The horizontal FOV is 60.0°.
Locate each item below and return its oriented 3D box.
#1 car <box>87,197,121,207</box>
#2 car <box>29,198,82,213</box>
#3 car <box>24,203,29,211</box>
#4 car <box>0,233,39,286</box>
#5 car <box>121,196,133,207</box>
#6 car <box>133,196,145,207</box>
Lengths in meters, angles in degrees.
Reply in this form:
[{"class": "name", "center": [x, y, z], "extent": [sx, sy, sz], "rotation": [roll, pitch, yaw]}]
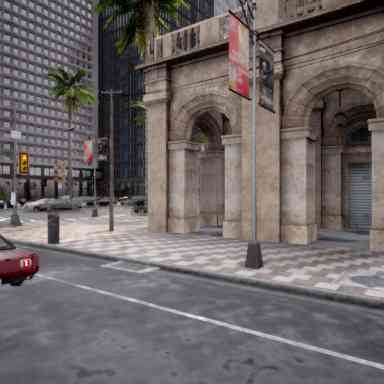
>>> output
[{"class": "car", "center": [-13.928, 1.513, 51.276], "extent": [2.161, 1.482, 4.786], "rotation": [0, 0, 35]}, {"class": "car", "center": [-15.276, 1.547, 38.131], "extent": [2.033, 1.411, 5.357], "rotation": [0, 0, 36]}, {"class": "car", "center": [-17.908, 1.526, 40.449], "extent": [1.812, 1.442, 4.674], "rotation": [0, 0, 36]}, {"class": "car", "center": [-5.828, 1.601, 8.200], "extent": [4.718, 1.301, 1.895], "rotation": [0, 0, 37]}, {"class": "car", "center": [-9.201, 1.352, 52.541], "extent": [2.097, 1.767, 4.553], "rotation": [0, 0, 36]}, {"class": "car", "center": [-6.281, 1.600, 50.608], "extent": [1.895, 1.301, 4.718], "rotation": [0, 0, 36]}]
